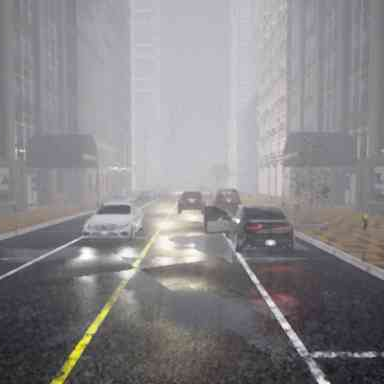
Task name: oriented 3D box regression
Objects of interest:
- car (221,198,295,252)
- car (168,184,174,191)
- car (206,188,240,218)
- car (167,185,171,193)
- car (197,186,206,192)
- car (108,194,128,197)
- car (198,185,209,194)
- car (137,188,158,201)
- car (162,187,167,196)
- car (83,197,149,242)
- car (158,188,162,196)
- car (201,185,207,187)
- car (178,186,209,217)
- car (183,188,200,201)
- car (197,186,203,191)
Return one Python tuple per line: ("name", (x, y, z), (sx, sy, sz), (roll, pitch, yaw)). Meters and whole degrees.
("car", (2.299, 1.178, 12.183), (1.837, 1.490, 4.892), (0, 1, 0))
("car", (-6.136, -1.272, 93.826), (2.192, 1.841, 5.009), (-1, 2, 0))
("car", (2.556, 0.628, 25.741), (2.192, 1.841, 5.009), (-1, 2, 0))
("car", (-6.028, -0.355, 71.144), (1.802, 1.307, 4.206), (-1, 2, 0))
("car", (2.300, -0.718, 82.475), (1.887, 1.381, 4.507), (-1, 2, 0))
("car", (-5.821, 0.867, 25.766), (2.008, 1.369, 4.403), (-1, 2, 0))
("car", (2.348, -0.625, 71.122), (2.192, 1.841, 5.009), (-1, 2, 0))
("car", (-5.898, 0.419, 42.783), (1.947, 1.339, 4.313), (-1, 2, 0))
("car", (-5.976, -0.089, 59.628), (1.752, 1.417, 4.829), (-1, 2, 0))
("car", (-3.165, 1.146, 14.260), (1.812, 1.442, 4.674), (0, 2, 0))
("car", (-5.924, 0.262, 48.455), (1.947, 1.339, 4.313), (-1, 2, 0))
("car", (2.429, 0.056, 54.280), (1.752, 1.417, 4.829), (-1, 2, 0))
("car", (-0.023, 0.650, 26.337), (2.097, 1.767, 4.553), (0, 2, 0))
("car", (-0.107, 0.280, 44.978), (2.128, 1.511, 4.902), (0, 1, 0))
("car", (2.249, -1.008, 93.820), (1.802, 1.307, 4.206), (-1, 2, 0))
